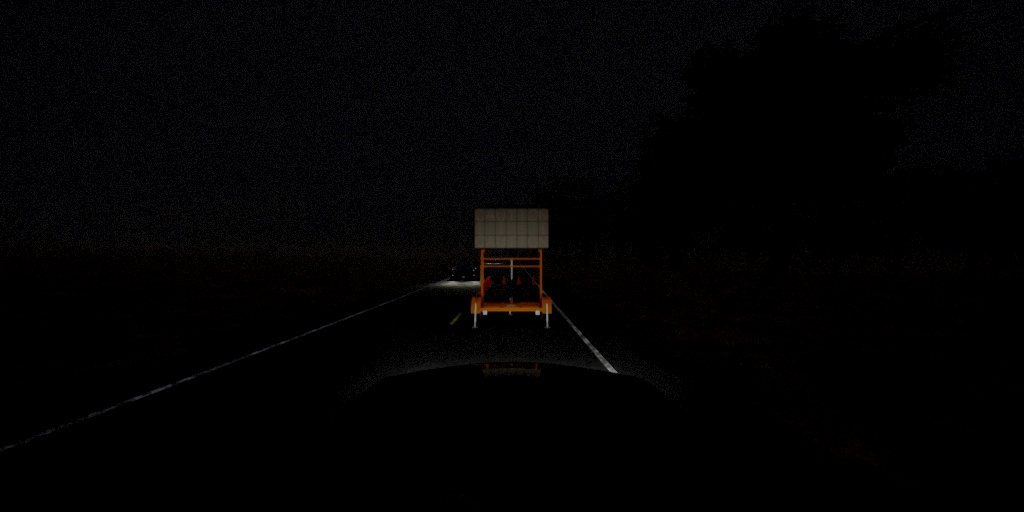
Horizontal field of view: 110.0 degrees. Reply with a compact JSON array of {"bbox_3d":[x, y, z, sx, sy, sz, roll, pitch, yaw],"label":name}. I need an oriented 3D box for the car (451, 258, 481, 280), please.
[{"bbox_3d":[-3.657,0.993,29.268,2.097,1.767,4.553,0,0,0],"label":"car"}]

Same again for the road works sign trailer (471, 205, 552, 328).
[{"bbox_3d":[-0.009,0.202,11.305,2.380,3.560,2.880,0,0,0],"label":"road works sign trailer"}]
